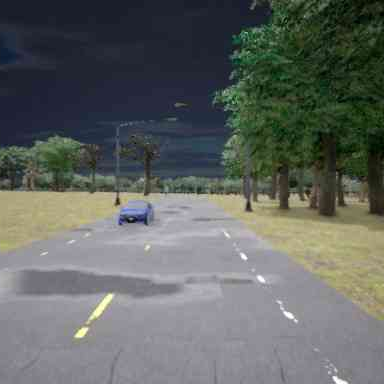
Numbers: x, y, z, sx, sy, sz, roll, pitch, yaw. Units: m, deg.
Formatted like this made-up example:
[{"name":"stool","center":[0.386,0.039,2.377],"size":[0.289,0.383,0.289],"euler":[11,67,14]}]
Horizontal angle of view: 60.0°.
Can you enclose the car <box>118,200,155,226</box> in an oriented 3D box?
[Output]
[{"name":"car","center":[-3.589,1.310,22.154],"size":[1.882,1.535,5.008],"euler":[0,1,0]}]
